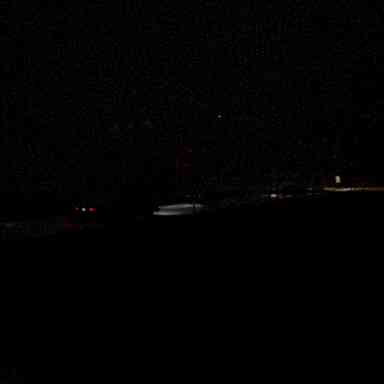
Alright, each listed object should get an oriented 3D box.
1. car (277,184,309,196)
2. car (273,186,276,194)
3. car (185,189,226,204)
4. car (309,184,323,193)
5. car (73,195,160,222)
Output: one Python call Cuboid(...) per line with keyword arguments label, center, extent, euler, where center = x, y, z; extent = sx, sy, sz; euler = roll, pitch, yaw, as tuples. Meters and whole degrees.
Cuboid(label="car", center=(13.579, -0.298, 44.658), extent=(2.128, 1.511, 4.902), euler=(0, 2, 36))
Cuboid(label="car", center=(13.670, -0.468, 49.625), extent=(1.882, 1.535, 5.008), euler=(0, 2, 36))
Cuboid(label="car", center=(1.390, 0.397, 32.535), extent=(1.895, 1.301, 4.718), euler=(0, 2, 35))
Cuboid(label="car", center=(19.516, -0.575, 53.089), extent=(1.994, 1.385, 4.181), euler=(0, 2, 35))
Cuboid(label="car", center=(-4.282, 0.870, 19.653), extent=(2.033, 1.411, 5.357), euler=(0, 2, 35))
